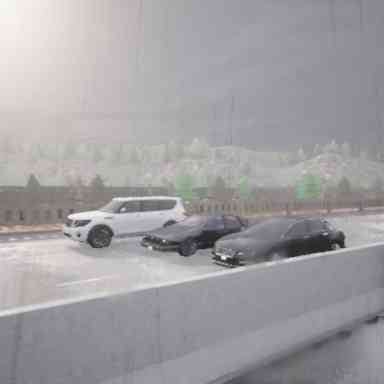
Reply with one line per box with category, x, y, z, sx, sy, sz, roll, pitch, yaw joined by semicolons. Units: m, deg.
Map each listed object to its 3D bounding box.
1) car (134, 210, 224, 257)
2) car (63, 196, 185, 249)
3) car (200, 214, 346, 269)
car;0.717;1.547;13.106;5.357;1.411;2.033;0;0;-36
car;-2.764;1.222;14.919;5.566;2.045;2.150;0;0;-36
car;2.820;1.505;10.306;4.892;1.490;1.837;0;0;-36
